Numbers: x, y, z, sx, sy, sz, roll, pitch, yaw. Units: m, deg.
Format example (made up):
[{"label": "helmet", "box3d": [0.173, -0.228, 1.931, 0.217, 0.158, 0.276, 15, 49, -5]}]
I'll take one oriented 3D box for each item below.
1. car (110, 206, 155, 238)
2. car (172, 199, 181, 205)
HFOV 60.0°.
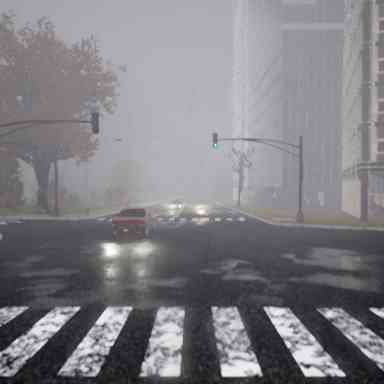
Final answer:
[{"label": "car", "box3d": [-3.250, 1.584, 18.811, 1.882, 1.535, 5.008, 0, 1, 0]}, {"label": "car", "box3d": [-3.258, 2.059, 69.682, 1.895, 1.301, 4.718, 0, 0, 0]}]
